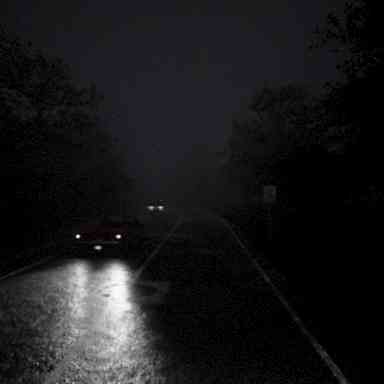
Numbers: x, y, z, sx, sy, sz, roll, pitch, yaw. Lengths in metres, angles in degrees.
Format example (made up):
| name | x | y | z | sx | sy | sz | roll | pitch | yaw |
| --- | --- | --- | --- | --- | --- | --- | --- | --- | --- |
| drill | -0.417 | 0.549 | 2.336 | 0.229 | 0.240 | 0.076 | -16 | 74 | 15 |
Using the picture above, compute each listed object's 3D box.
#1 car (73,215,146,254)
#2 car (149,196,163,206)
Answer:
| name | x | y | z | sx | sy | sz | roll | pitch | yaw |
| --- | --- | --- | --- | --- | --- | --- | --- | --- | --- |
| car | -3.225 | 1.649 | 13.825 | 1.895 | 1.301 | 4.718 | 0 | 0 | 2 |
| car | -6.199 | 1.489 | 56.752 | 2.097 | 1.767 | 4.553 | 1 | 0 | -12 |
